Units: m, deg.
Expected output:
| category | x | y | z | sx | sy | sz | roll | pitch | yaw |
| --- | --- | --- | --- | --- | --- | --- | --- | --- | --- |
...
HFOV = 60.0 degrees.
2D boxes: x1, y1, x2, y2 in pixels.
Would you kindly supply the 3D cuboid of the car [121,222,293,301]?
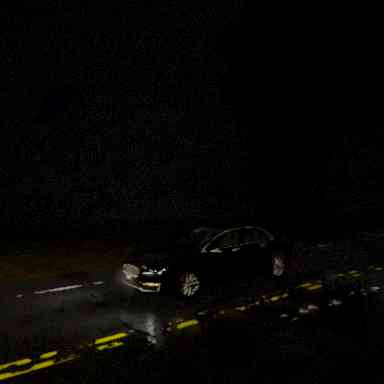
| category | x | y | z | sx | sy | sz | roll | pitch | yaw |
| --- | --- | --- | --- | --- | --- | --- | --- | --- | --- |
| car | 0.586 | 1.592 | 8.656 | 4.892 | 1.490 | 1.837 | 0 | -1 | -36 |
